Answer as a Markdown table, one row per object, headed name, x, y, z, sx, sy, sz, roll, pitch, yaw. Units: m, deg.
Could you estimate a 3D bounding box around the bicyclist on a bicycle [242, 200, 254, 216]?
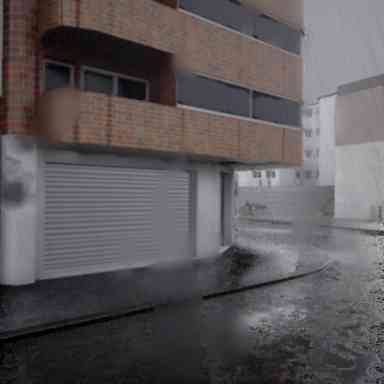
| name | x | y | z | sx | sy | sz | roll | pitch | yaw |
| --- | --- | --- | --- | --- | --- | --- | --- | --- | --- |
| bicyclist on a bicycle | 5.605 | 1.651 | 33.407 | 1.656 | 1.620 | 0.582 | 1 | 0 | -36 |
